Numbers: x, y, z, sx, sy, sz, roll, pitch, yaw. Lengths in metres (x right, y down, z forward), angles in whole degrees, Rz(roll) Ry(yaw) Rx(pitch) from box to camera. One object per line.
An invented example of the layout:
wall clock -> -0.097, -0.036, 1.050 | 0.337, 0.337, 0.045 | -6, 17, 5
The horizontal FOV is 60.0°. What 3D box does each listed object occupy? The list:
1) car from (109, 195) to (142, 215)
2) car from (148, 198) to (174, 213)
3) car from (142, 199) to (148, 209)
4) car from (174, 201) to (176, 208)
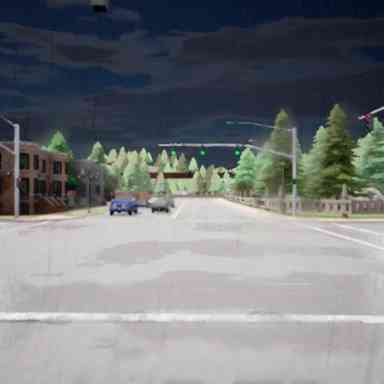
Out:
car -> -7.065, 1.326, 35.039 | 2.150, 2.045, 5.566 | 0, 0, 0
car -> -3.547, 1.592, 38.509 | 1.882, 1.535, 5.008 | 0, 0, 0
car -> -7.043, 1.706, 47.377 | 1.994, 1.385, 4.181 | 0, 0, 1
car -> -3.519, 1.654, 49.799 | 1.837, 1.490, 4.892 | 0, 0, 1
